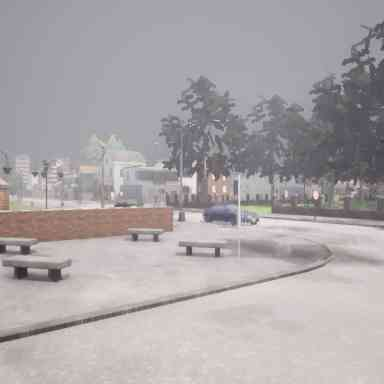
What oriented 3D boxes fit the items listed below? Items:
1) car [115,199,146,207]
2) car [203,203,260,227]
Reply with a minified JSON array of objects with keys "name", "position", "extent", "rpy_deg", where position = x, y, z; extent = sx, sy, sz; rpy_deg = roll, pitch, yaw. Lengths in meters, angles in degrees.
[{"name":"car","position":[-6.816,1.477,36.553],"extent":[1.882,1.535,5.008],"rpy_deg":[0,0,-35]},{"name":"car","position":[2.610,1.526,23.239],"extent":[1.812,1.442,4.674],"rpy_deg":[0,0,-35]}]
